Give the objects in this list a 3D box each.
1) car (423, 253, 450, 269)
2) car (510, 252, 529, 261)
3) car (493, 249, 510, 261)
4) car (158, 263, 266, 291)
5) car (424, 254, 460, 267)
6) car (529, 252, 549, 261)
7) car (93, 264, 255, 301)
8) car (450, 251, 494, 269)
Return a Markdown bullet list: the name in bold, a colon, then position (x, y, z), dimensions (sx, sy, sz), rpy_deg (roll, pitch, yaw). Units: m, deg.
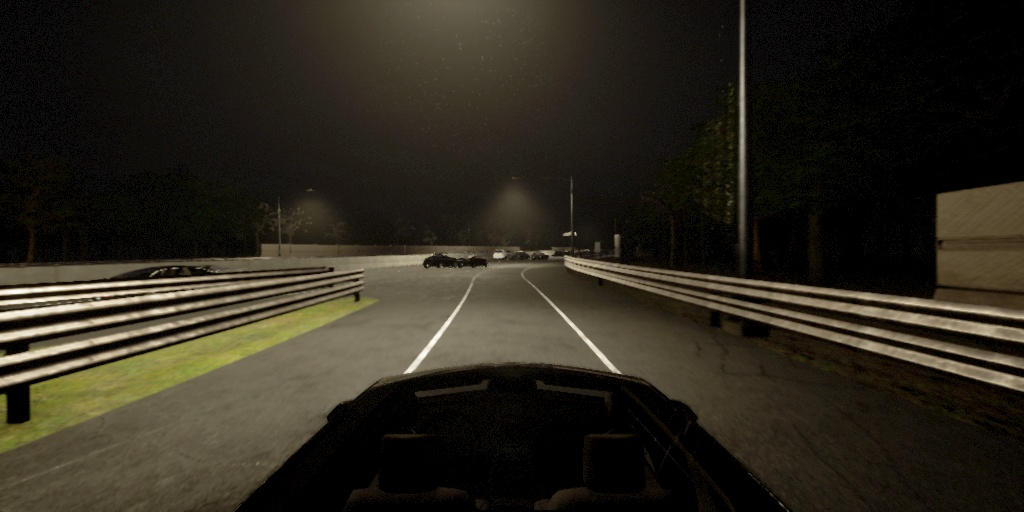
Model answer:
- **car**: position (-7.716, 0.632, 38.788), dimensions (1.837, 1.490, 4.892), rpy_deg (0, 1, 21)
- **car**: position (1.752, 0.069, 63.358), dimensions (1.837, 1.490, 4.892), rpy_deg (0, 1, 21)
- **car**: position (-1.500, -0.196, 64.655), dimensions (2.150, 2.045, 5.566), rpy_deg (0, 1, 21)
- **car**: position (-18.000, 1.170, 21.841), dimensions (1.895, 1.301, 4.718), rpy_deg (0, 1, 21)
- **car**: position (-8.842, 0.513, 45.599), dimensions (2.128, 1.511, 4.902), rpy_deg (0, 1, 21)
- **car**: position (5.023, 0.140, 62.108), dimensions (1.895, 1.301, 4.718), rpy_deg (0, 1, 21)
- **car**: position (-13.311, 1.138, 14.547), dimensions (1.837, 1.490, 4.892), rpy_deg (0, 1, 21)
- **car**: position (-4.144, 0.580, 38.325), dimensions (2.128, 1.511, 4.902), rpy_deg (0, 1, 21)
